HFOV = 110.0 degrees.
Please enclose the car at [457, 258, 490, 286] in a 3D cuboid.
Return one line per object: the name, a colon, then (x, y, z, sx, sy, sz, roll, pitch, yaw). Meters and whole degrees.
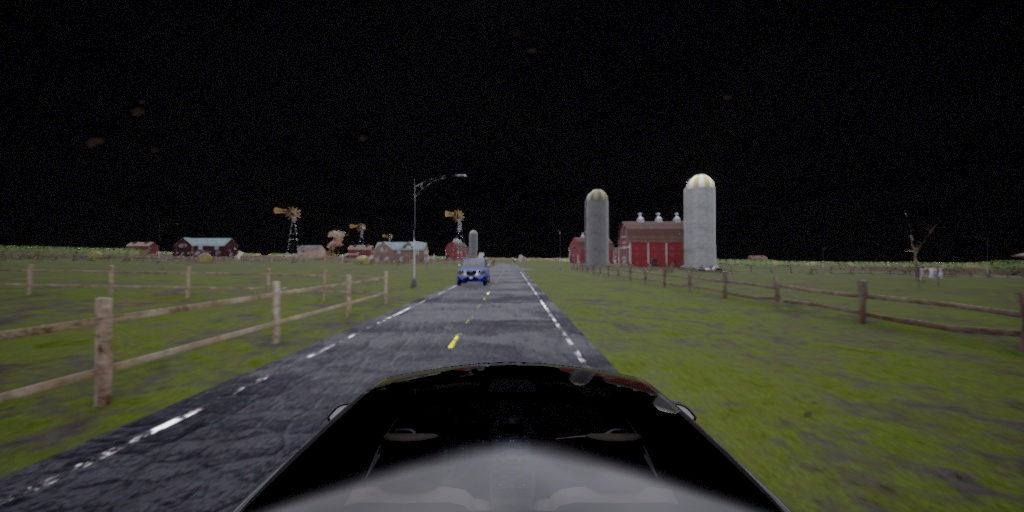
car: (-2.850, 1.179, 27.614, 2.150, 2.045, 5.566, 0, 0, 0)
